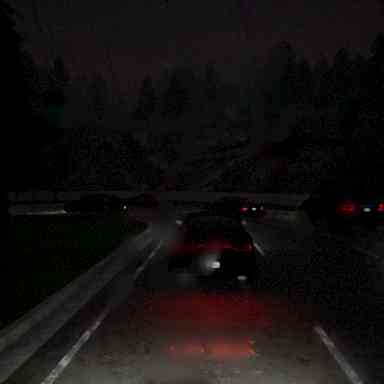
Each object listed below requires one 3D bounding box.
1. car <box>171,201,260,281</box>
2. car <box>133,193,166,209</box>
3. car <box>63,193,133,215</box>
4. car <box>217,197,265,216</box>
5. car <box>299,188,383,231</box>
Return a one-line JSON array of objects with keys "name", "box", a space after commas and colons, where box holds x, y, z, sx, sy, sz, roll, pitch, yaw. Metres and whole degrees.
[{"name": "car", "box": [0.545, 1.255, 9.209, 1.882, 1.535, 5.008, 0, 2, 2]}, {"name": "car", "box": [-4.599, 0.793, 31.538, 4.181, 1.385, 1.994, 1, 1, 17]}, {"name": "car", "box": [-7.328, 0.879, 25.167, 4.892, 1.490, 1.837, 0, -1, 13]}, {"name": "car", "box": [2.662, 1.017, 22.336, 2.033, 1.411, 5.357, 0, 1, -25]}, {"name": "car", "box": [7.680, 0.816, 17.653, 2.150, 2.045, 5.566, 1, 1, -4]}]
